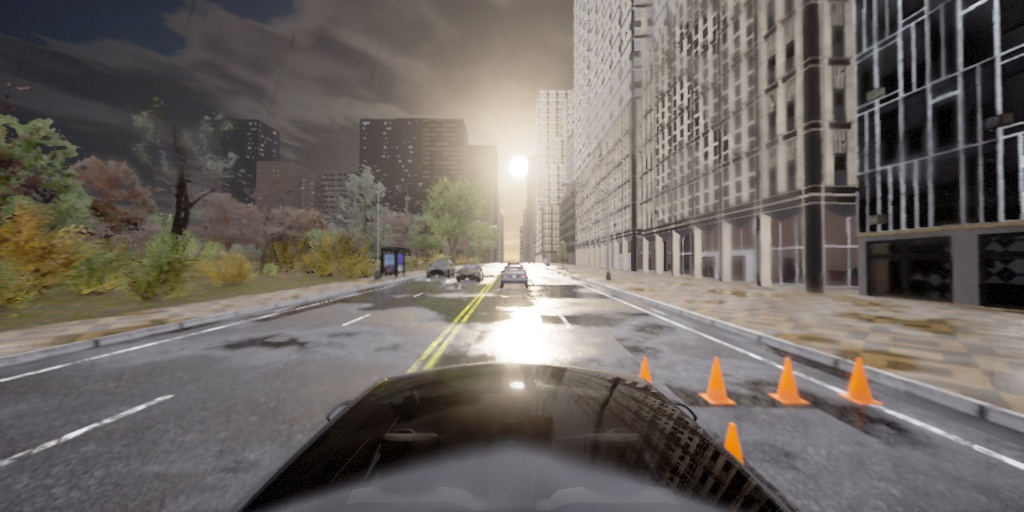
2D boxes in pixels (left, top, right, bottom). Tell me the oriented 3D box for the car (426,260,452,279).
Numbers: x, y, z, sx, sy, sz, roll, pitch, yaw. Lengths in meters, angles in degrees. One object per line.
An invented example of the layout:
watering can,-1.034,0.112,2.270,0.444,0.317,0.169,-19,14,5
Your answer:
car,-6.523,1.142,33.392,2.097,1.767,4.553,0,0,0

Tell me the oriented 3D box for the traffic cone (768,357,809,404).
traffic cone,3.869,1.717,5.030,0.340,0.580,0.340,0,0,0

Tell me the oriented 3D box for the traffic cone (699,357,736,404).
traffic cone,2.870,1.715,5.032,0.340,0.580,0.340,0,0,0

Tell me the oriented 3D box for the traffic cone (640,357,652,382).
traffic cone,1.870,1.713,5.034,0.340,0.580,0.340,0,0,0

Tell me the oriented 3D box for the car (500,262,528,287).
car,0.148,1.331,24.753,2.033,1.411,5.357,0,0,0

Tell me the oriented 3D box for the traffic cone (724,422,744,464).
traffic cone,1.865,1.710,3.034,0.340,0.580,0.340,0,0,0

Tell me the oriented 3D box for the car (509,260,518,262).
car,0.215,1.377,53.365,2.128,1.511,4.902,0,0,0

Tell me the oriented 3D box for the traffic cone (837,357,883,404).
traffic cone,4.869,1.719,5.027,0.340,0.580,0.340,0,0,0

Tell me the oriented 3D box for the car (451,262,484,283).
car,-3.291,1.333,29.017,2.033,1.411,5.357,0,0,0
